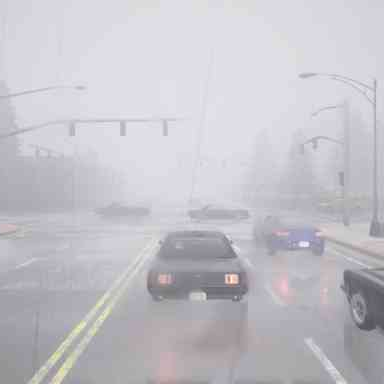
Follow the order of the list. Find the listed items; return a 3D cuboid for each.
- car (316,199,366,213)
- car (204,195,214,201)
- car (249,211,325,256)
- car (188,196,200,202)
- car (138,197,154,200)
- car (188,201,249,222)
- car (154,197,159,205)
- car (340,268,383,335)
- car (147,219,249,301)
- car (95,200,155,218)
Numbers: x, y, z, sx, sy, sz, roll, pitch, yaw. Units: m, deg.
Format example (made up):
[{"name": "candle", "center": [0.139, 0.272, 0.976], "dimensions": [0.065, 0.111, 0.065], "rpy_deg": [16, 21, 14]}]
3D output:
[{"name": "car", "center": [16.073, 1.478, 36.017], "dimensions": [5.008, 1.535, 1.882], "rpy_deg": [0, 0, 0]}, {"name": "car", "center": [3.819, 1.355, 74.920], "dimensions": [2.097, 1.767, 4.553], "rpy_deg": [0, 0, 0]}, {"name": "car", "center": [3.634, 1.526, 13.035], "dimensions": [1.812, 1.442, 4.674], "rpy_deg": [0, 0, 0]}, {"name": "car", "center": [0.344, 1.477, 55.869], "dimensions": [1.882, 1.535, 5.008], "rpy_deg": [0, 0, 0]}, {"name": "car", "center": [-6.901, 1.526, 47.328], "dimensions": [1.812, 1.442, 4.674], "rpy_deg": [0, 0, 0]}, {"name": "car", "center": [2.074, 1.601, 25.506], "dimensions": [4.718, 1.301, 1.895], "rpy_deg": [0, 0, 2]}, {"name": "car", "center": [-6.850, 1.564, 57.352], "dimensions": [1.994, 1.385, 4.181], "rpy_deg": [0, 0, 0]}, {"name": "car", "center": [3.612, 1.601, 3.932], "dimensions": [1.895, 1.301, 4.718], "rpy_deg": [0, 0, 0]}, {"name": "car", "center": [0.097, 1.601, 8.243], "dimensions": [1.895, 1.301, 4.718], "rpy_deg": [0, 0, 0]}, {"name": "car", "center": [-5.947, 1.601, 29.272], "dimensions": [4.718, 1.301, 1.895], "rpy_deg": [0, 0, 2]}]
